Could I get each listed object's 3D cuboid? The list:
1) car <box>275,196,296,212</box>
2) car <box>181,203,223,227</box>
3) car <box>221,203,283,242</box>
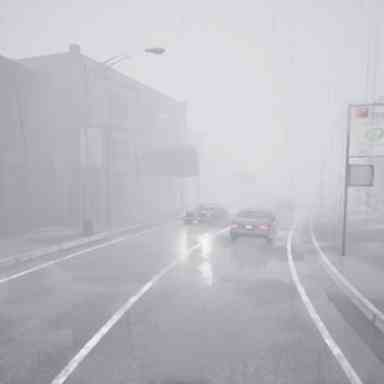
[{"bbox_3d":[9.990,1.169,35.506,1.882,1.535,5.008,2,2,20],"label":"car"},{"bbox_3d":[0.926,1.390,21.295,1.895,1.301,4.718,2,1,19],"label":"car"},{"bbox_3d":[3.107,1.482,16.156,2.033,1.411,5.357,2,1,18],"label":"car"}]
